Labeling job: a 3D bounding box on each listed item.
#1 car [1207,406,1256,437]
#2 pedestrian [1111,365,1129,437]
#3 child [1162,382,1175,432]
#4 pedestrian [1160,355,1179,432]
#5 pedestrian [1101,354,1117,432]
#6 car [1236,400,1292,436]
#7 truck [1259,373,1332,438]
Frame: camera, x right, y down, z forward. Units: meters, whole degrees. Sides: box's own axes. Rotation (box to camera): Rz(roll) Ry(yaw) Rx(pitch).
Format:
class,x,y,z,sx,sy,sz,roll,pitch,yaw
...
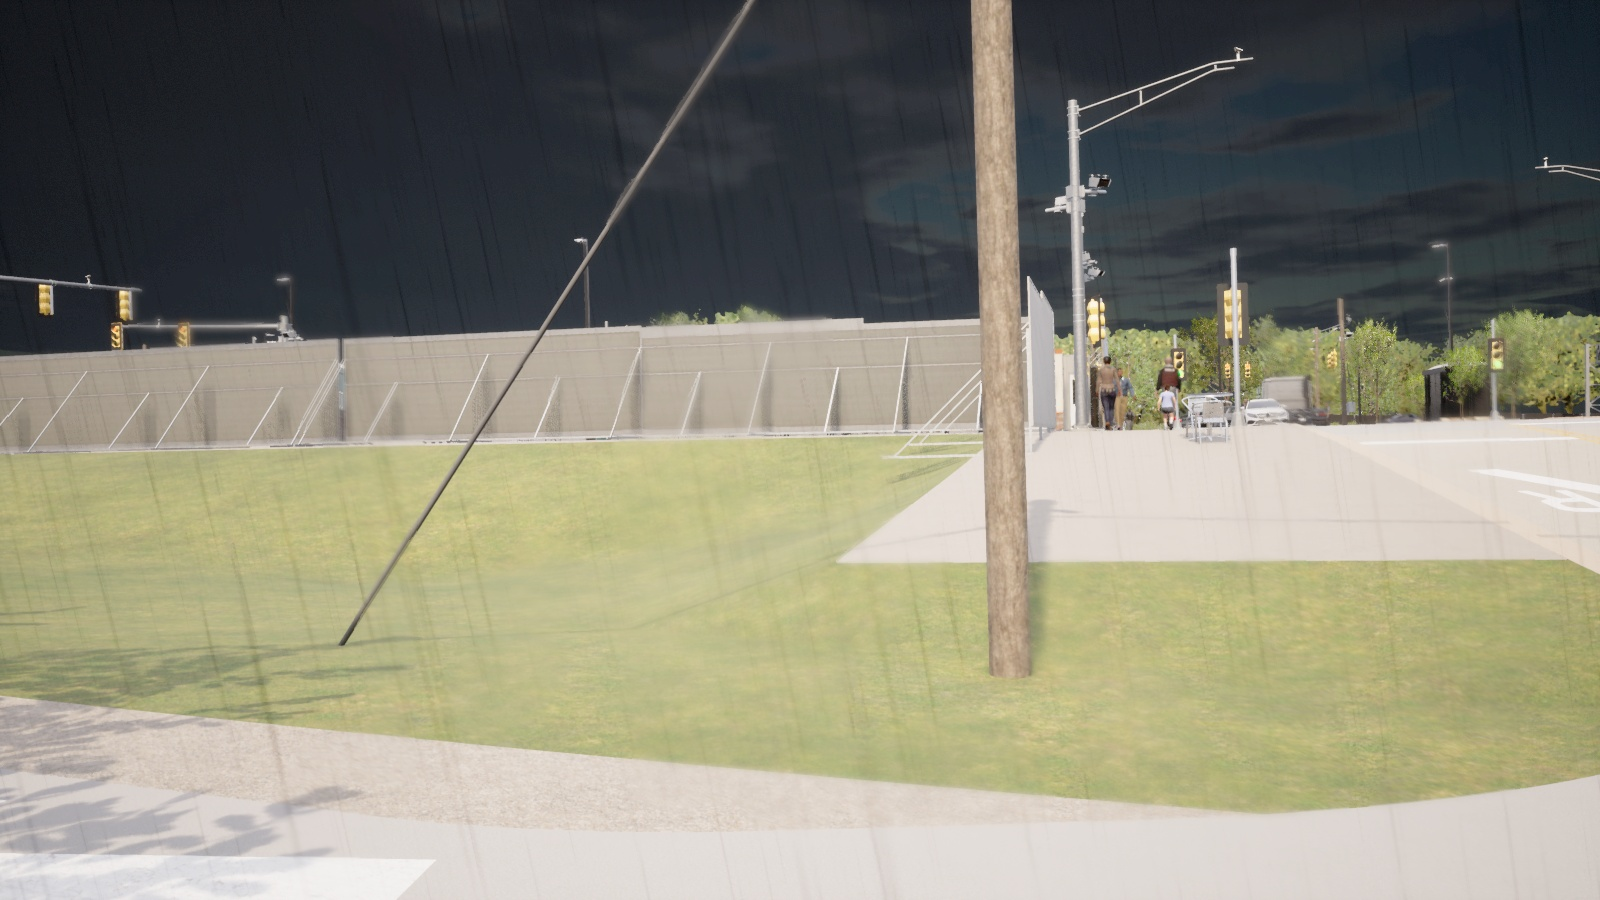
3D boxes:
class,x,y,z,sx,sy,sz,roll,pitch,yaw
car,24.706,-1.592,72.028,2.242,1.667,4.611,-1,0,14
pedestrian,8.843,-1.334,34.695,0.423,1.949,0.788,-1,0,13
child,8.319,-0.962,28.373,0.255,1.110,0.394,-1,0,15
pedestrian,9.094,-1.382,30.938,0.376,1.854,0.720,-1,0,14
pedestrian,7.365,-1.340,29.920,0.328,1.805,0.869,-1,0,13
car,20.676,-1.398,56.104,1.812,1.442,4.674,-1,0,14
truck,28.997,-2.509,73.825,2.891,3.462,7.936,-1,0,14
